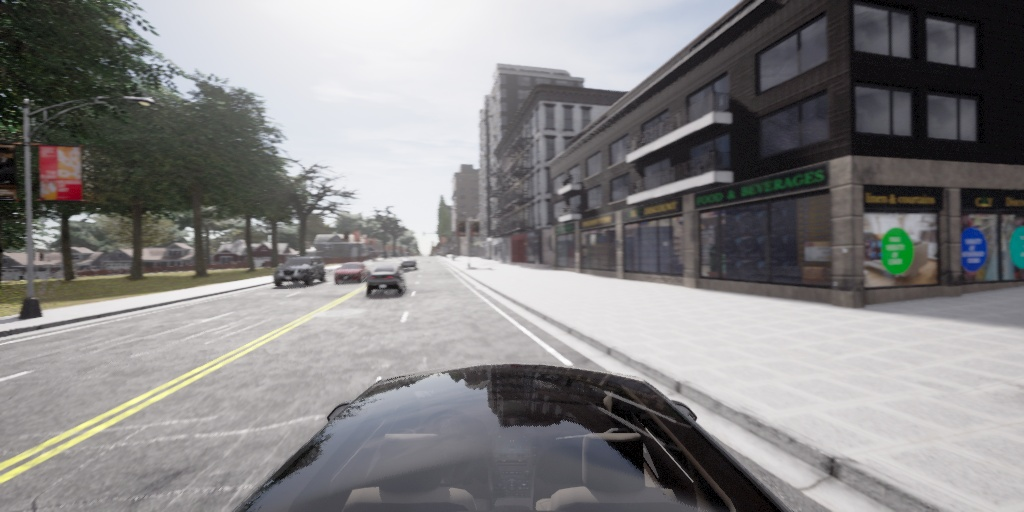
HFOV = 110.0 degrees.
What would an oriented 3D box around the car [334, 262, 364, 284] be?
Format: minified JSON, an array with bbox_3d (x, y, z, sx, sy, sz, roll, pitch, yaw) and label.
[{"bbox_3d":[-12.430,1.238,28.024,1.882,1.535,5.008,-1,1,-13],"label":"car"}]

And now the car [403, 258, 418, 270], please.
[{"bbox_3d":[-12.904,0.956,45.185,2.128,1.511,4.902,-1,1,-13],"label":"car"}]

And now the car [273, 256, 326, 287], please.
[{"bbox_3d":[-15.374,1.058,26.306,2.150,2.045,5.566,-1,1,-13],"label":"car"}]

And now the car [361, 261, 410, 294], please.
[{"bbox_3d":[-7.215,1.289,20.841,1.837,1.490,4.892,-1,1,-13],"label":"car"}]
